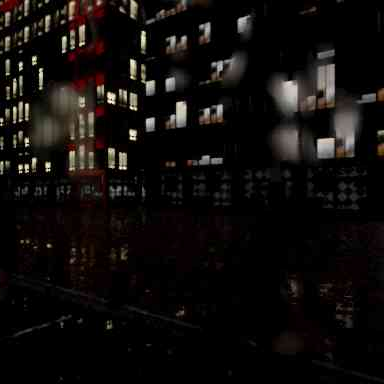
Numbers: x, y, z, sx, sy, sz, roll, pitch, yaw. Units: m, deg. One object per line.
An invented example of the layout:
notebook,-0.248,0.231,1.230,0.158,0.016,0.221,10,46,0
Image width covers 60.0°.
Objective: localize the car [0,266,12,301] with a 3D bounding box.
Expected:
car,-5.570,1.523,6.842,4.829,1.417,1.752,0,0,36
